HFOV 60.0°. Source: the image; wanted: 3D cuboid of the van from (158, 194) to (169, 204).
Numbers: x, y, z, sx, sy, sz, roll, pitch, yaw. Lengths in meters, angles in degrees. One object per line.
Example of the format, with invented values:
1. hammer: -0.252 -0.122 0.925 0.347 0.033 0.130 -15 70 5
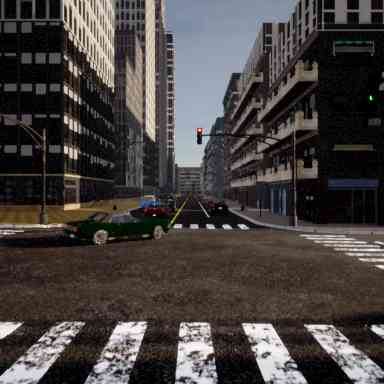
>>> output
1. van: -5.678 1.353 66.345 1.690 1.788 3.998 0 0 0

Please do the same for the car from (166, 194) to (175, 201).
1. car: -5.672 1.336 88.963 2.192 1.841 5.009 0 0 0

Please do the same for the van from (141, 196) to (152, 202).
1. van: -5.683 1.346 43.728 1.690 1.788 3.998 0 0 0

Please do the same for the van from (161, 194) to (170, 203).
1. van: -5.676 1.355 72.000 1.690 1.788 3.998 0 0 0

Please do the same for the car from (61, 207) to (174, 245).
1. car: -3.337 1.561 15.307 4.718 1.301 1.895 1 0 -41

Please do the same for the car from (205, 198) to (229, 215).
1. car: 2.696 1.568 33.760 1.947 1.339 4.313 0 0 0

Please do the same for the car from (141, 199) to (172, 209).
1. car: -3.095 1.603 29.564 1.895 1.301 4.718 0 0 0

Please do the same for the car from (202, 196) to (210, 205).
1. car: 2.698 1.549 43.727 1.887 1.381 4.507 0 0 0

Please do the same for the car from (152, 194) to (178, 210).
1. car: -3.095 1.225 39.463 2.150 2.045 5.566 0 0 0

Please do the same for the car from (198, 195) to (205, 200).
1. car: 2.710 1.590 94.615 1.947 1.339 4.313 0 0 0

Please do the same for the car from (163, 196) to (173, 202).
1. car: -5.674 1.567 77.654 2.008 1.369 4.403 0 0 0

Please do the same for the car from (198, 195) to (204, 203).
1. car: 2.702 1.560 60.690 2.008 1.369 4.403 0 0 0

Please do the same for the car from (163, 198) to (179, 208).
1. car: -3.072 1.570 49.553 1.994 1.385 4.181 0 0 0
